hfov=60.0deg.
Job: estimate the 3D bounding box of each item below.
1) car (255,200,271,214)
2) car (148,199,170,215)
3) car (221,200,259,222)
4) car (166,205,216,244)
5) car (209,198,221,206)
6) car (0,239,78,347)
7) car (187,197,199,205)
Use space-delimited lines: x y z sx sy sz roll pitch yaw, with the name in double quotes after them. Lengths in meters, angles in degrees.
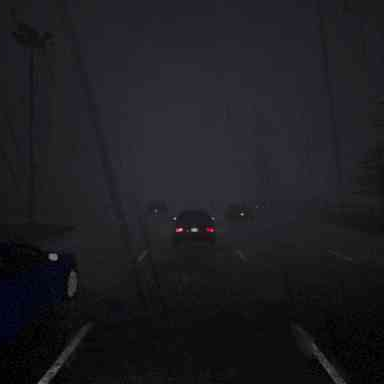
7.148 1.555 36.092 2.033 1.411 5.357 0 0 0 "car"
-3.356 1.506 33.639 1.837 1.490 4.892 0 0 0 "car"
3.633 1.569 26.049 1.994 1.385 4.181 0 0 0 "car"
0.105 1.549 15.645 2.033 1.411 5.357 0 0 0 "car"
3.668 1.555 50.845 2.033 1.411 5.357 0 0 0 "car"
-3.395 1.476 5.243 1.882 1.535 5.008 0 0 0 "car"
0.169 1.483 53.177 1.882 1.535 5.008 0 0 0 "car"
